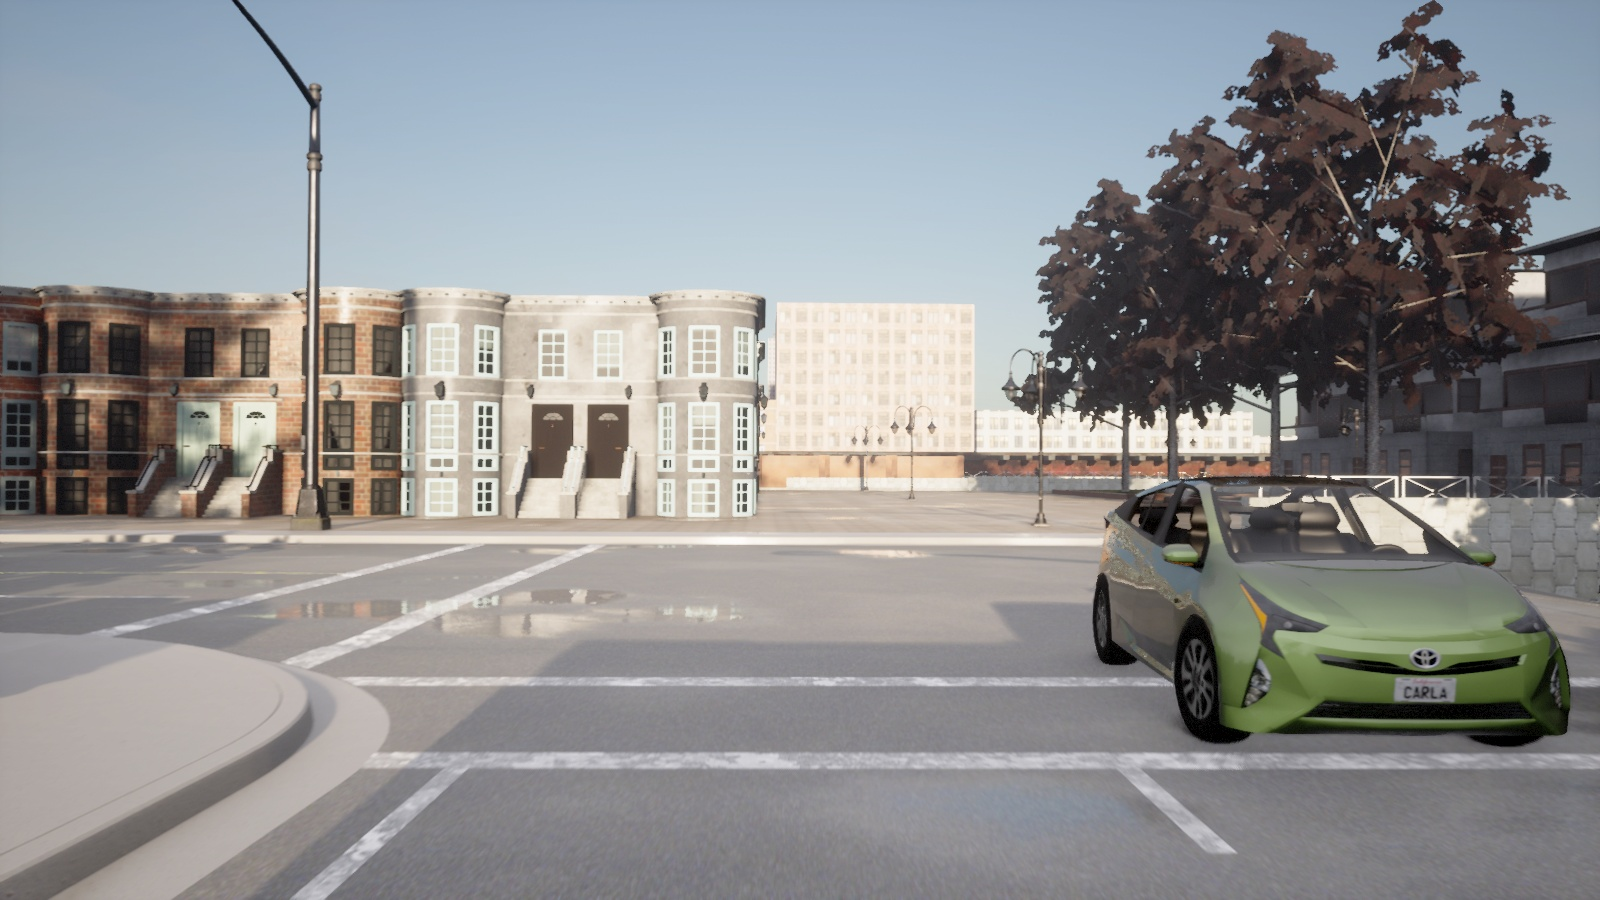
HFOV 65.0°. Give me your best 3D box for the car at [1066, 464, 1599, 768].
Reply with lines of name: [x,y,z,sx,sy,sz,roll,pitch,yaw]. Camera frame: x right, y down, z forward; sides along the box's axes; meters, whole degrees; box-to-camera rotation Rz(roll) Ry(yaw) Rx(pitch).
car: [3.283,0.878,8.693,2.007,1.525,4.514,0,0,1]
